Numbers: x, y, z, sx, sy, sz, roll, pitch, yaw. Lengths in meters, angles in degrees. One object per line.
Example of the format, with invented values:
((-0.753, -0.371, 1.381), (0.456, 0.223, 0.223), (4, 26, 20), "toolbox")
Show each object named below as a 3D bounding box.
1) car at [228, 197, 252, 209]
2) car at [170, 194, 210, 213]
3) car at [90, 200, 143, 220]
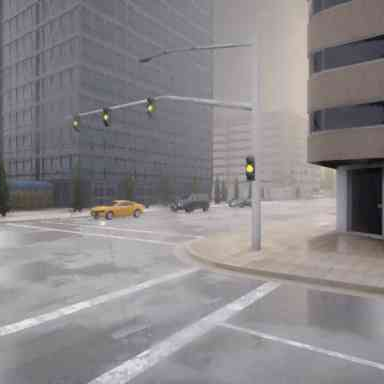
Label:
((6.900, 1.492, 46.867), (2.128, 1.511, 4.902), (0, 0, 36), "car")
((-0.120, 1.221, 37.216), (2.150, 2.045, 5.566), (0, 0, 36), "car")
((-6.374, 1.478, 28.601), (1.882, 1.535, 5.008), (0, 0, 36), "car")
